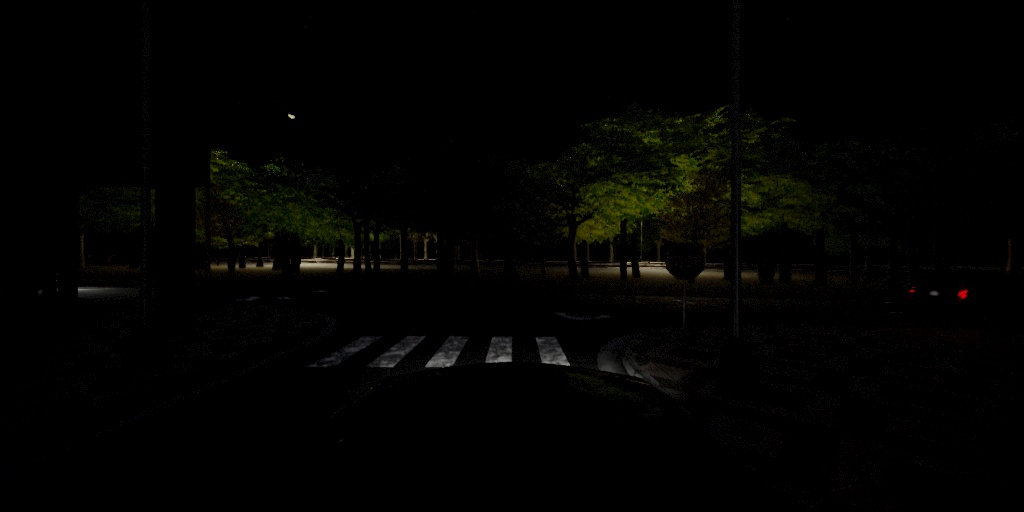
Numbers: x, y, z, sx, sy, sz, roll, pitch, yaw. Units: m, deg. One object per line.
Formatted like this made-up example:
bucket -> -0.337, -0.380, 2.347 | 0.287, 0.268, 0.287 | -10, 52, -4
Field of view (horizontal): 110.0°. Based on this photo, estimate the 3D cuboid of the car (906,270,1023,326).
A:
car -> 16.385, 1.308, 11.929 | 4.553, 1.767, 2.097 | 1, 0, 5

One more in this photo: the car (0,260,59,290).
car -> -26.992, 0.995, 19.337 | 4.892, 1.490, 1.837 | 1, 0, 14
